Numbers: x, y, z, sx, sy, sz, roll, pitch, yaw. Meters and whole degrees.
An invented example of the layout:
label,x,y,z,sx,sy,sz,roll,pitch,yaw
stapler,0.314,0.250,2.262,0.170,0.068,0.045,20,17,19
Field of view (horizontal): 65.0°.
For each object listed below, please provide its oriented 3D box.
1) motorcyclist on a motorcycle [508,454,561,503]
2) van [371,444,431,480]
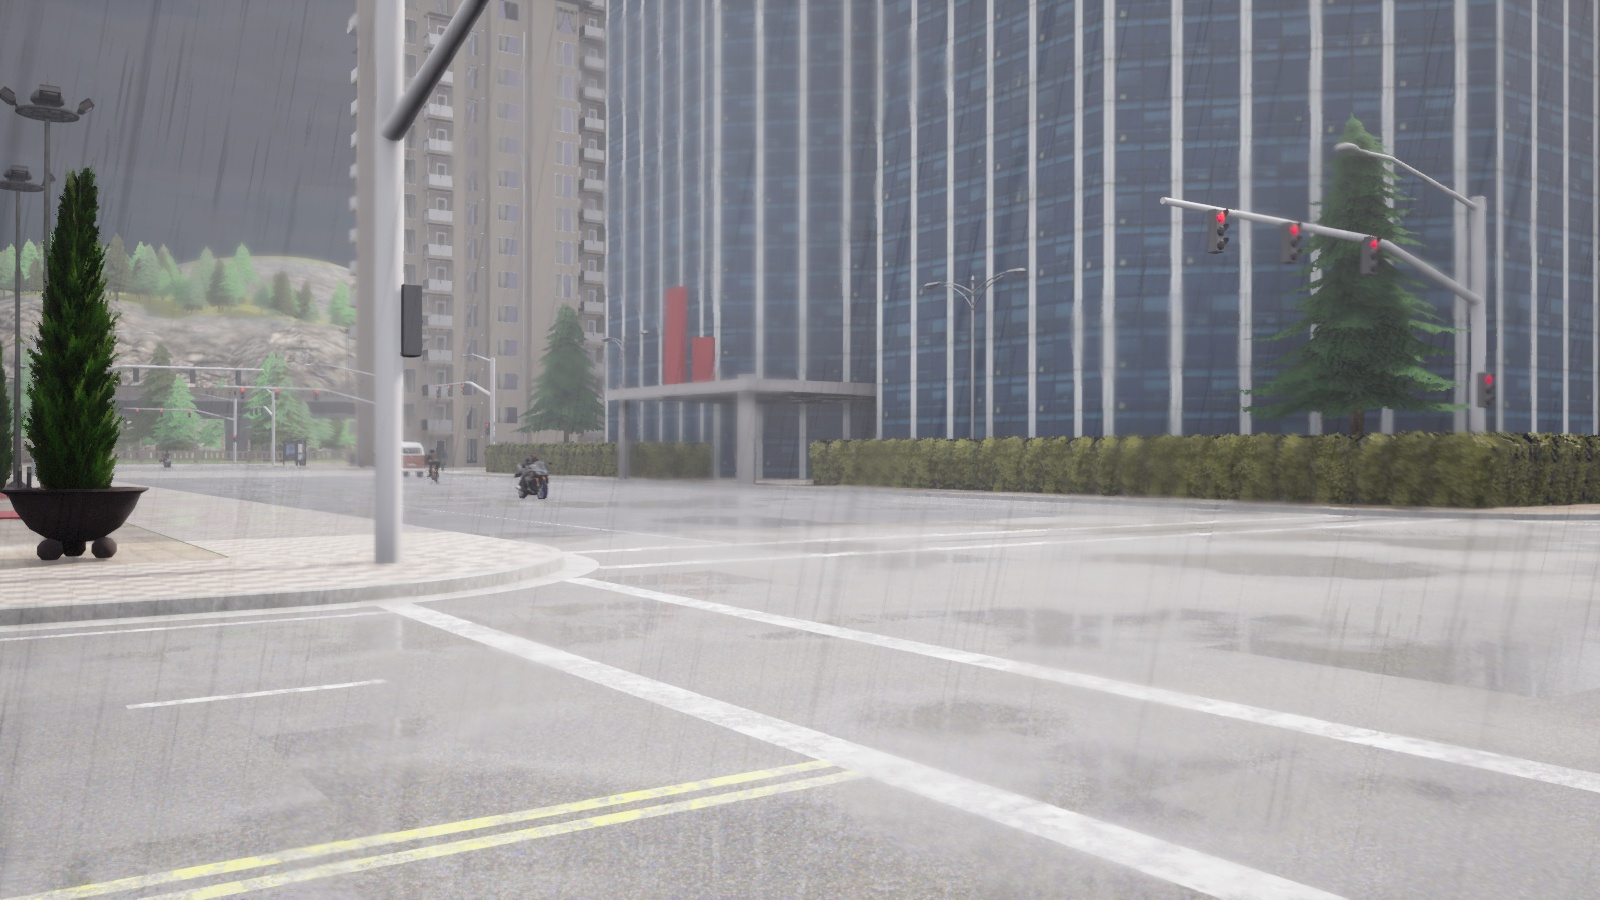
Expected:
label,x,y,z,sx,sy,sz,roll,pitch,yaw
motorcyclist on a motorcycle,-8.491,0.896,40.060,0.866,1.530,2.191,0,0,-35
van,-23.235,0.696,73.072,2.069,2.038,4.480,0,0,-35
